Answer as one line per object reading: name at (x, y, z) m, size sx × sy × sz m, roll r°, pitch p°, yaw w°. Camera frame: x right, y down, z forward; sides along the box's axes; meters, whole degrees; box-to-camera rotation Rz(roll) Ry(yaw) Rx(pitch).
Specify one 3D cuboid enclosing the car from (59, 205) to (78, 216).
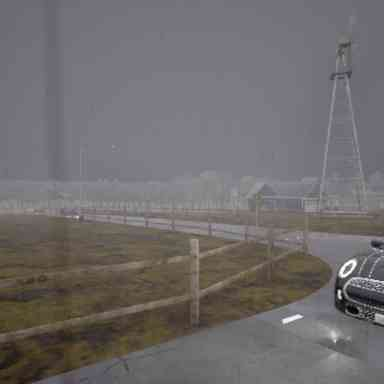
car at (-18.615, 2.799, 49.972) m, size 1.837 × 1.490 × 4.892 m, roll 0°, pitch -2°, yaw -35°

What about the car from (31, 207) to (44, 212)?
car at (-36.566, 4.314, 79.883) m, size 1.812 × 1.442 × 4.674 m, roll 0°, pitch -3°, yaw -35°

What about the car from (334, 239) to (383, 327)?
car at (4.742, 1.368, 6.334) m, size 4.553 × 1.767 × 2.097 m, roll 1°, pitch -1°, yaw -36°
